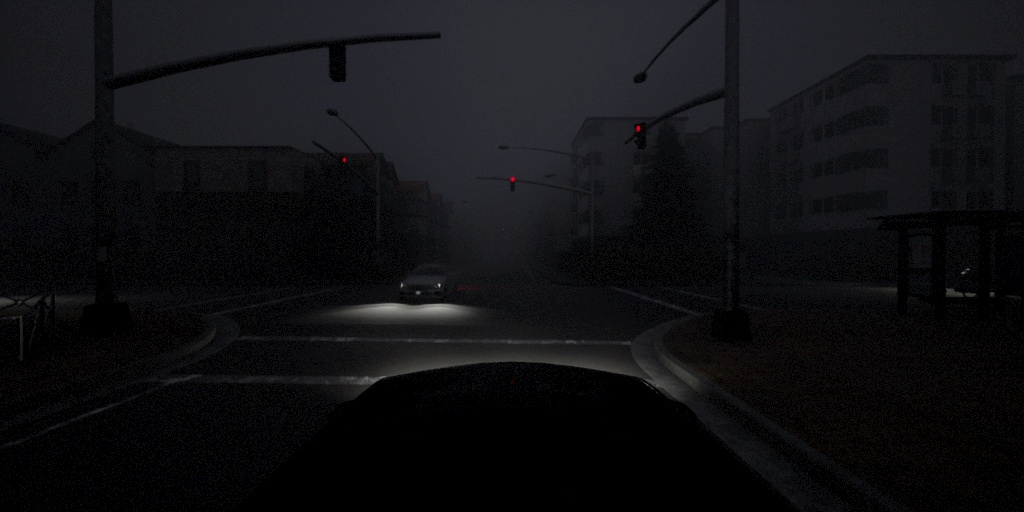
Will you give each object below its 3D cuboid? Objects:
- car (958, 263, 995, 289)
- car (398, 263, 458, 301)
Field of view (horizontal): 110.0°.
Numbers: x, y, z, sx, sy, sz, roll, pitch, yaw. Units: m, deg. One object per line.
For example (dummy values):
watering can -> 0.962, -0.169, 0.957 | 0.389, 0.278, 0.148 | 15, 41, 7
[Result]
car -> 24.189, 0.765, 16.843 | 4.553, 1.767, 2.097 | 0, 1, 0
car -> -3.512, 1.062, 15.741 | 1.812, 1.442, 4.674 | 1, 1, 0
